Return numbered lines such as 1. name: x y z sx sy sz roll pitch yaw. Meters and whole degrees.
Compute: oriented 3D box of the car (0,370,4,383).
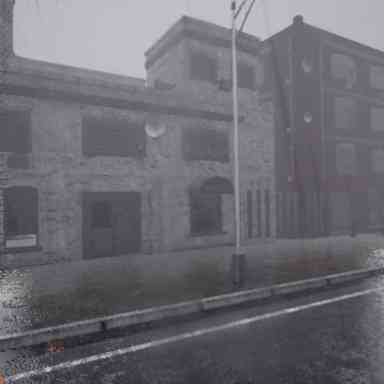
1. car: -3.408 1.393 1.490 4.553 1.767 2.097 1 -1 -31
